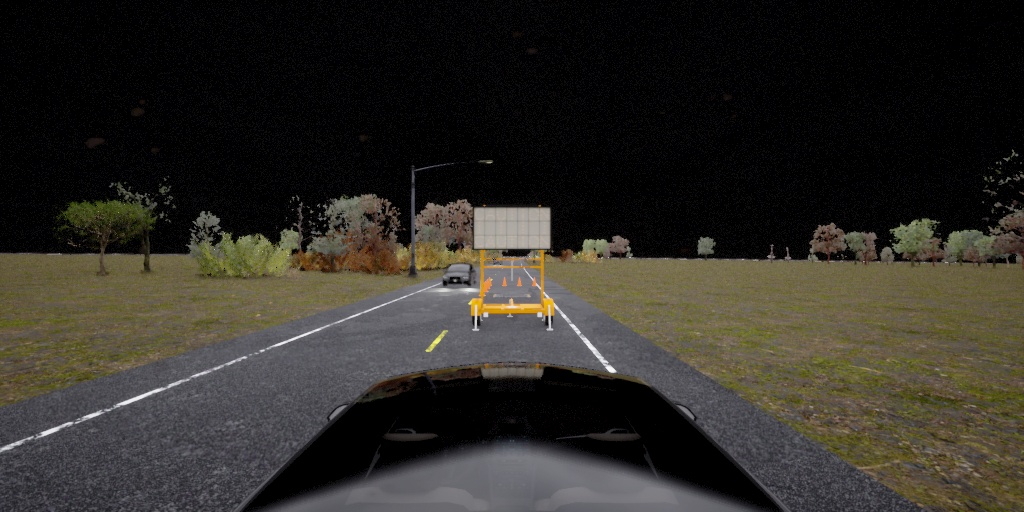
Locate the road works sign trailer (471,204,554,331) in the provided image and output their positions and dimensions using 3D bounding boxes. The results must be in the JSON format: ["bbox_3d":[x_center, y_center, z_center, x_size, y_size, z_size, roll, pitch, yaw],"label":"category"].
[{"bbox_3d":[0.004,0.218,11.040,2.380,3.560,2.880,0,0,-1],"label":"road works sign trailer"}]

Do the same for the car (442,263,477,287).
[{"bbox_3d":[-3.496,1.266,24.467,1.837,1.490,4.892,0,0,0],"label":"car"}]
